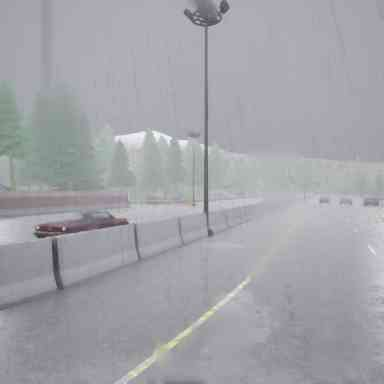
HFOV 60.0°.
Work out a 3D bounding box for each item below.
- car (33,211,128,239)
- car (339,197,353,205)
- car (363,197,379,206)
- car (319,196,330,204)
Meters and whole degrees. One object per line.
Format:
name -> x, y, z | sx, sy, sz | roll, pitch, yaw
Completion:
car -> -5.116, 1.601, 15.923 | 1.895, 1.301, 4.718 | 0, 0, 22
car -> 27.228, 1.526, 58.862 | 1.812, 1.442, 4.674 | 0, 0, 22
car -> 29.140, 1.491, 54.195 | 2.128, 1.511, 4.902 | 0, 0, 22
car -> 25.381, 1.492, 63.669 | 2.128, 1.511, 4.902 | 0, 0, 22
